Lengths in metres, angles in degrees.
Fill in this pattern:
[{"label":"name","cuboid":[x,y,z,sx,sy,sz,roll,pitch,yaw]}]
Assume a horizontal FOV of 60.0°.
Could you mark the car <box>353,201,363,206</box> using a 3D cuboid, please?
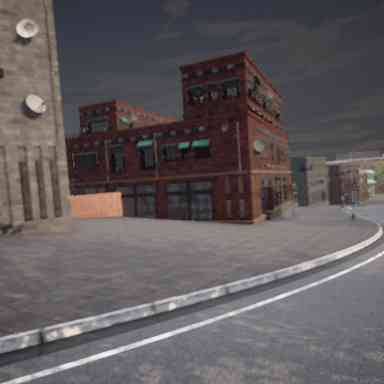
[{"label":"car","cuboid":[34.736,2.591,69.507,1.812,1.442,4.674,-3,-2,27]}]
